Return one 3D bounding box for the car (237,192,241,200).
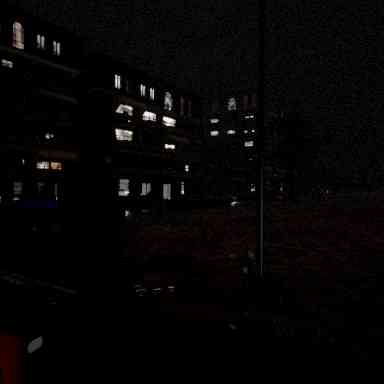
[{"bbox_3d":[6.836,0.689,53.421,1.882,1.535,5.008,1,1,35],"label":"car"}]

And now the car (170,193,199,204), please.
[{"bbox_3d":[-0.969,0.909,46.821,1.947,1.339,4.313,2,2,35],"label":"car"}]

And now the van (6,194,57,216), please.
[{"bbox_3d":[-13.636,1.035,28.493,1.690,1.788,3.998,2,2,35],"label":"van"}]

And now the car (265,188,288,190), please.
[{"bbox_3d":[15.397,0.550,60.335,1.882,1.535,5.008,1,1,35],"label":"car"}]

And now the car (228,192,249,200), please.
[{"bbox_3d":[8.533,0.649,60.563,1.947,1.339,4.313,2,2,35],"label":"car"}]

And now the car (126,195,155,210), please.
[{"bbox_3d":[-5.980,1.065,35.039,1.837,1.490,4.892,1,1,35],"label":"car"}]

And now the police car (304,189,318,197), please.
[{"bbox_3d":[27.449,0.189,76.729,1.930,1.638,5.238,0,1,32],"label":"police car"}]

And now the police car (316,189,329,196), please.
[{"bbox_3d":[33.259,0.037,84.870,1.930,1.638,5.238,1,1,34],"label":"police car"}]

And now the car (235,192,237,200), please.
[{"bbox_3d":[3.643,0.995,43.331,1.895,1.301,4.718,1,1,35],"label":"car"}]

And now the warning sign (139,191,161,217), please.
[{"bbox_3d":[-3.130,0.851,24.821,1.300,1.860,1.060,-1,0,35],"label":"warning sign"}]

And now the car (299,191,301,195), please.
[{"bbox_3d":[27.536,0.113,88.046,1.887,1.381,4.507,2,2,35],"label":"car"}]

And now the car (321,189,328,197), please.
[{"bbox_3d":[28.094,0.359,74.118,2.008,1.369,4.403,2,2,35],"label":"car"}]

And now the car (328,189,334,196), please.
[{"bbox_3d":[34.430,0.077,83.277,1.967,1.590,4.097,2,2,35],"label":"car"}]

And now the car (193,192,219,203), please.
[{"bbox_3d":[2.198,0.807,51.401,2.008,1.369,4.403,2,2,35],"label":"car"}]

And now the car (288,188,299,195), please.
[{"bbox_3d":[24.371,-0.031,83.459,2.192,1.841,5.009,2,2,35],"label":"car"}]

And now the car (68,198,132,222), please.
[{"bbox_3d":[-6.746,1.328,23.734,1.947,1.339,4.313,2,2,35],"label":"car"}]

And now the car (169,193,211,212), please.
[{"bbox_3d":[-0.412,1.131,32.893,1.887,1.381,4.507,2,2,35],"label":"car"}]

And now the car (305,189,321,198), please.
[{"bbox_3d":[24.928,0.445,69.539,2.008,1.369,4.403,2,2,35],"label":"car"}]

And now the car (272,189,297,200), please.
[{"bbox_3d":[15.522,0.674,55.936,1.752,1.417,4.829,2,2,35],"label":"car"}]

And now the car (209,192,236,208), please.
[{"bbox_3d":[2.756,1.050,37.474,2.008,1.369,4.403,2,2,35],"label":"car"}]

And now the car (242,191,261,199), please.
[{"bbox_3d":[11.603,0.524,65.002,1.752,1.417,4.829,2,2,35],"label":"car"}]

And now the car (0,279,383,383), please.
[{"bbox_3d":[-0.330,1.544,3.102,4.507,1.381,1.887,0,0,35],"label":"car"}]

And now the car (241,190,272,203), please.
[{"bbox_3d":[9.090,0.876,46.635,2.008,1.369,4.403,2,2,35],"label":"car"}]
